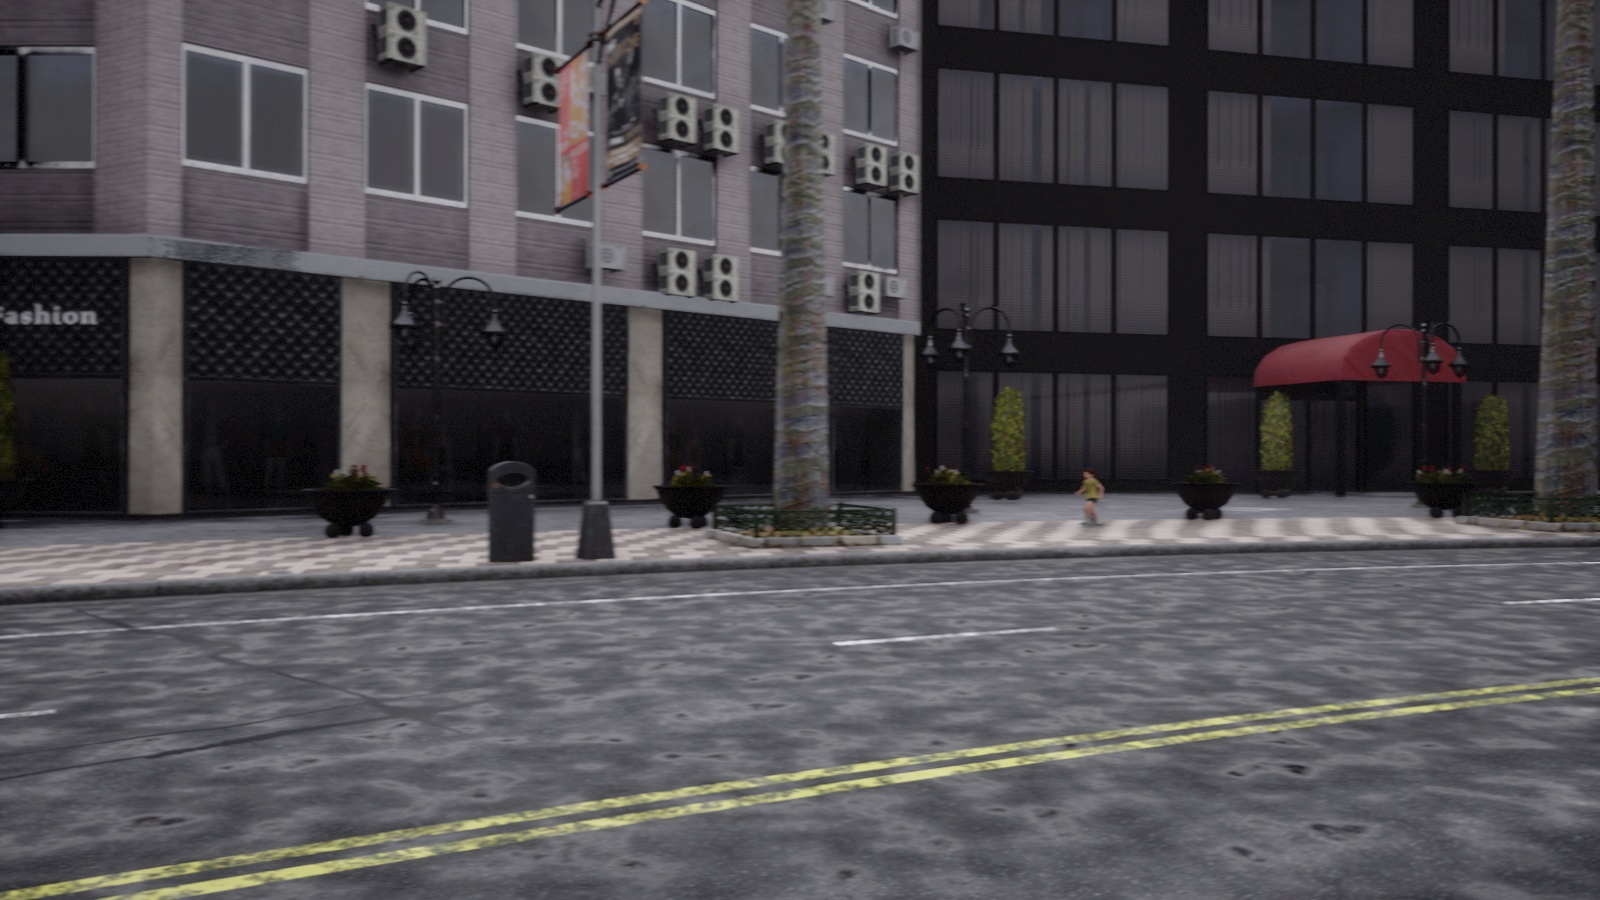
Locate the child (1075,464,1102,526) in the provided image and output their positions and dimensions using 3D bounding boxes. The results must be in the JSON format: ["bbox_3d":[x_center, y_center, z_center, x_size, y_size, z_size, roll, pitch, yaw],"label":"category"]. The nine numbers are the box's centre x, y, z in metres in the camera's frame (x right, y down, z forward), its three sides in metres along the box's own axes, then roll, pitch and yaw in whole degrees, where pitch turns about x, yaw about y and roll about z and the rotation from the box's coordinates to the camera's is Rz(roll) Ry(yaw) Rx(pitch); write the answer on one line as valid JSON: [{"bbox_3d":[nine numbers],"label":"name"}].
[{"bbox_3d":[5.218,0.808,22.687,0.394,1.110,0.255,0,0,-19],"label":"child"}]
